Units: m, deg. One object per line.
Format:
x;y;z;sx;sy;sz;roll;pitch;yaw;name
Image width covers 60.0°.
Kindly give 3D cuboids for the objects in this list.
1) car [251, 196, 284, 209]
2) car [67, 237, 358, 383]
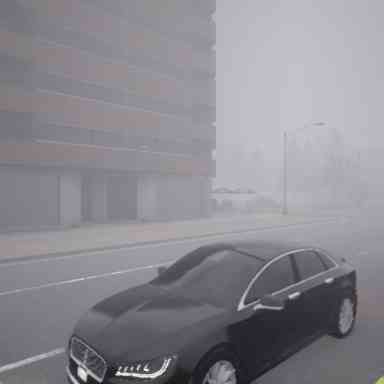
10.048;1.297;43.873;2.097;1.767;4.553;0;0;-43;car
0.735;1.505;4.846;4.892;1.490;1.837;0;0;-42;car
